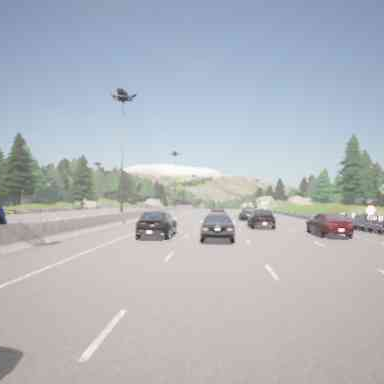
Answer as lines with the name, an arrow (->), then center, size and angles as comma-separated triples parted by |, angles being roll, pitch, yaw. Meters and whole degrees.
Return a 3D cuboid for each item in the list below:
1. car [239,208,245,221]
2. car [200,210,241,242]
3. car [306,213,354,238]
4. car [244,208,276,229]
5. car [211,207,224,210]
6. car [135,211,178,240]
car -> 6.407, 2.538, 38.008 | 1.994, 1.385, 4.181 | 0, -2, 4
car -> 1.430, 1.934, 18.678 | 2.033, 1.411, 5.357 | 0, -2, 4
car -> 8.635, 2.051, 21.114 | 1.812, 1.442, 4.674 | 0, -2, 4
car -> 5.575, 2.161, 27.050 | 1.837, 1.490, 4.892 | 0, -2, 4
car -> 2.758, 2.375, 36.186 | 2.128, 1.511, 4.902 | 0, -2, 4
car -> -2.013, 1.879, 19.563 | 1.837, 1.490, 4.892 | 0, -1, 4
